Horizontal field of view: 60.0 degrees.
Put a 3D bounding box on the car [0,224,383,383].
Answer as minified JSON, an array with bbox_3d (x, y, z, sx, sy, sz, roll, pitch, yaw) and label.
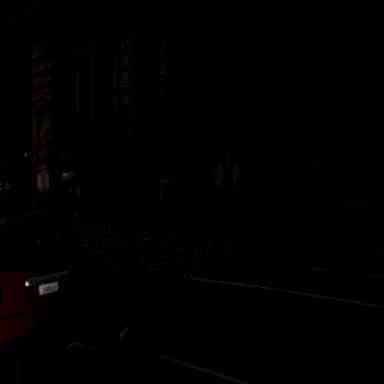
[{"bbox_3d":[0.809,1.311,2.394,5.009,1.841,2.192,0,0,35],"label":"car"}]

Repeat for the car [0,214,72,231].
[{"bbox_3d":[-3.781,1.307,5.619,5.009,1.841,2.192,0,0,35],"label":"car"}]
